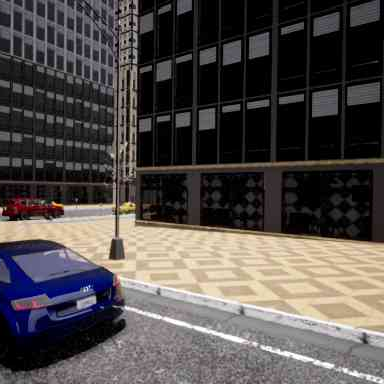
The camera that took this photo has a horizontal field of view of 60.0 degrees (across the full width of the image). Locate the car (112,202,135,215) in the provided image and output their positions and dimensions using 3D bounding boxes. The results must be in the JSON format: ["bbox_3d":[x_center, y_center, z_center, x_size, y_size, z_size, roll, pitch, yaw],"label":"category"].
[{"bbox_3d":[-7.013,1.830,38.383,1.752,1.417,4.829,1,0,36],"label":"car"}]

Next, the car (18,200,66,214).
[{"bbox_3d":[-17.308,1.643,38.510,1.752,1.417,4.829,1,0,36],"label":"car"}]

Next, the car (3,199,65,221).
[{"bbox_3d":[-13.778,1.520,29.147,2.192,1.841,5.009,1,0,36],"label":"car"}]

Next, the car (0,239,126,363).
[{"bbox_3d":[-3.181,1.561,5.935,4.181,1.385,1.994,0,0,34],"label":"car"}]
